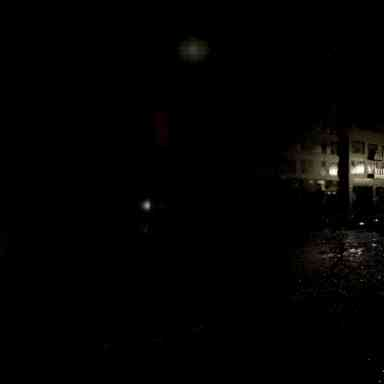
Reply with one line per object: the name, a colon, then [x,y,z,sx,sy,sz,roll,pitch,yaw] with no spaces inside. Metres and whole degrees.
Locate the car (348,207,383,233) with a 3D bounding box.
car: [10.978,1.556,19.497,4.181,1.385,1.994,0,0,-35]
